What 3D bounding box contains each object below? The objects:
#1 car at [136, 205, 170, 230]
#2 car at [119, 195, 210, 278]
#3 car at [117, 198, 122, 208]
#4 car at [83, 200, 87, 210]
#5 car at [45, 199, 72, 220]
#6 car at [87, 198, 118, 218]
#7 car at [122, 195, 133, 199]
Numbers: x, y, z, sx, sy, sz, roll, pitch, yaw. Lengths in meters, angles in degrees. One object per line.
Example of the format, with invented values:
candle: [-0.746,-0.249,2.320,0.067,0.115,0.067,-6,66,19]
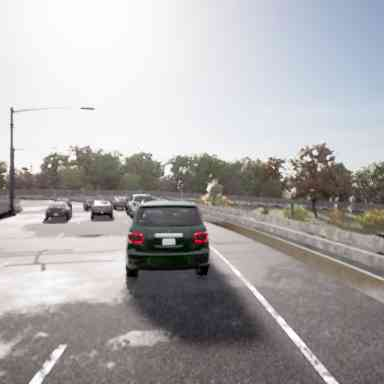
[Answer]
car: [-2.725,1.636,22.392,1.895,1.301,4.718,0,0,-12]
car: [-0.801,1.241,10.415,2.150,2.045,5.566,0,0,-6]
car: [-9.787,1.564,44.540,2.128,1.511,4.902,0,0,-23]
car: [-13.088,1.675,43.372,1.895,1.301,4.718,0,0,-23]
car: [-11.272,1.575,28.252,1.812,1.442,4.674,0,0,-15]
car: [-8.310,1.543,30.527,2.128,1.511,4.902,0,0,-17]
car: [-4.989,1.270,31.662,2.150,2.045,5.566,0,0,-17]
